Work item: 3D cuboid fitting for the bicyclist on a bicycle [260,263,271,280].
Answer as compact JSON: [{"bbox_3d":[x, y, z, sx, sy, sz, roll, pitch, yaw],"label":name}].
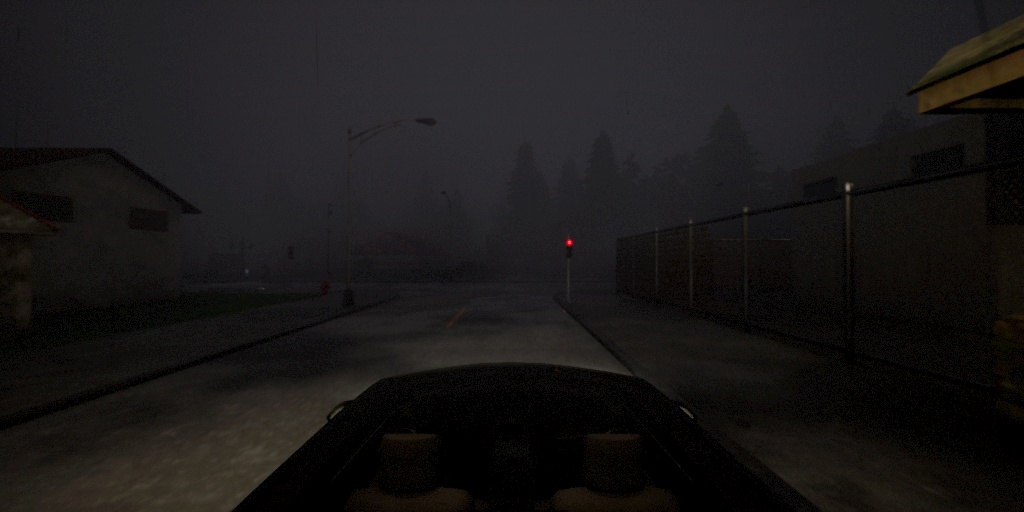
[{"bbox_3d":[-23.983,1.531,34.904,0.582,1.620,1.656,0,0,0],"label":"bicyclist on a bicycle"}]
